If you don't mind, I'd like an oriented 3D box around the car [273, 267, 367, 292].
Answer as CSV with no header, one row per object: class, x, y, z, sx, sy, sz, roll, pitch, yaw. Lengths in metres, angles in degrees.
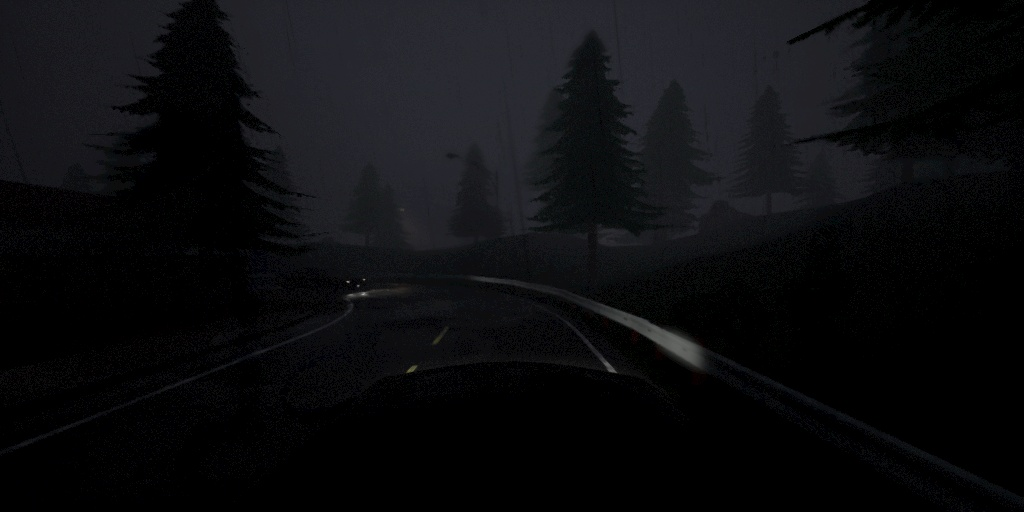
car,-11.473,1.356,21.396,5.357,1.411,2.033,0,0,14
